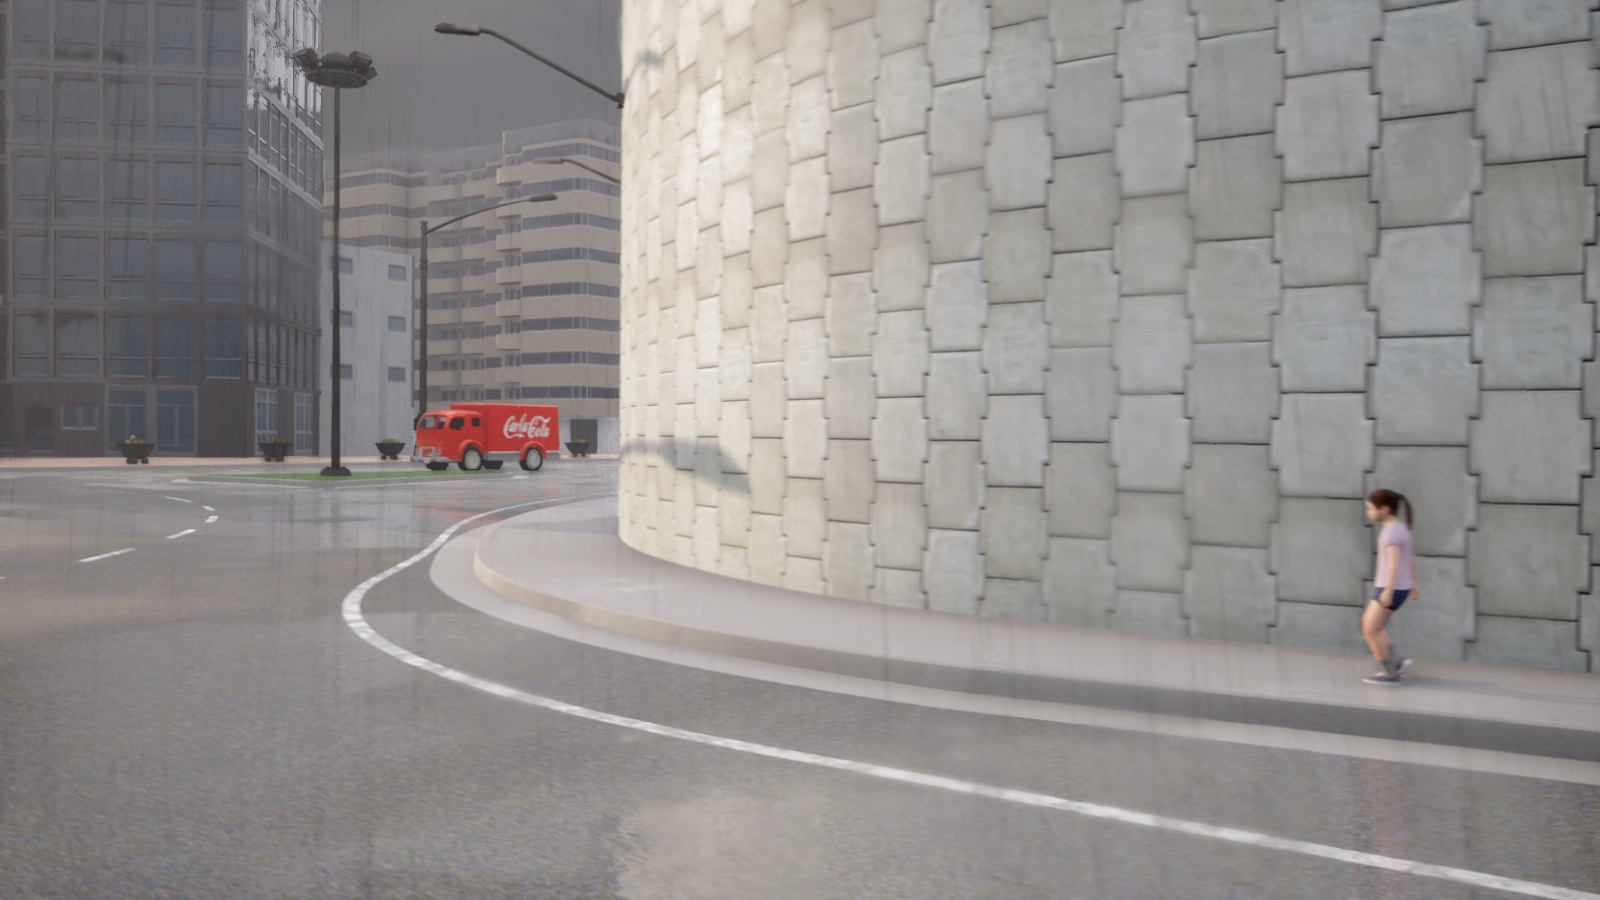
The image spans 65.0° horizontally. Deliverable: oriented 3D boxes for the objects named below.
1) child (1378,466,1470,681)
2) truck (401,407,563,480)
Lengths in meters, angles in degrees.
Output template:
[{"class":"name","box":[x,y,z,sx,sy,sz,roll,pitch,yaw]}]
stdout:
[{"class":"child","box":[3.356,0.648,6.755,0.394,1.110,0.255,0,1,38]},{"class":"truck","box":[-11.437,-0.255,45.534,2.627,2.467,5.204,0,1,36]}]
